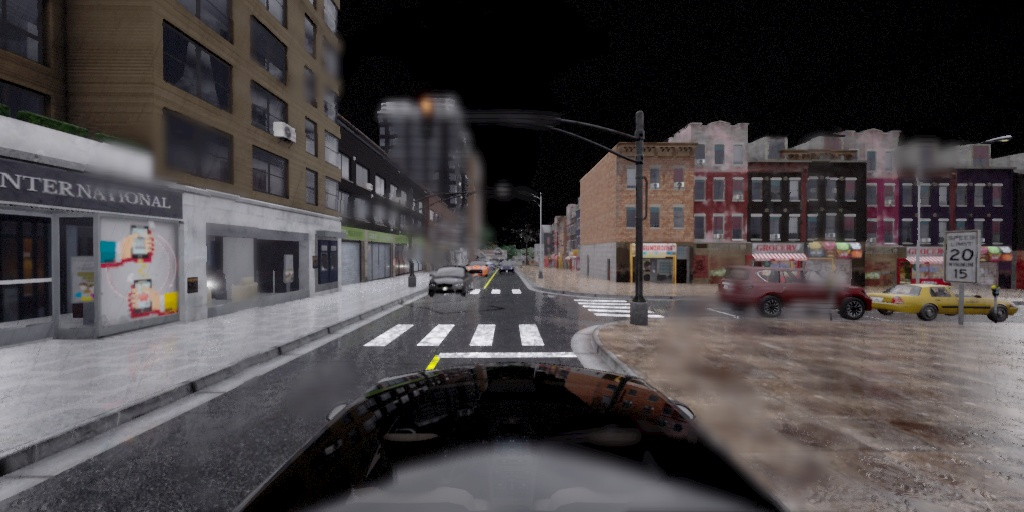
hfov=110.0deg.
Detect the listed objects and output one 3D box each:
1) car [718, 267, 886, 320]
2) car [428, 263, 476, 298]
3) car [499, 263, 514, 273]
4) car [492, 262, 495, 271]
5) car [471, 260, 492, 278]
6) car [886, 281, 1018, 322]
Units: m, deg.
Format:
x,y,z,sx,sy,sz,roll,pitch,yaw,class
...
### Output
x,y,z,sx,sy,sz,roll,pitch,yaw,class
10.589,1.346,13.698,5.009,1.841,2.192,0,0,-1,car
-3.158,1.290,19.041,1.837,1.490,4.892,0,-1,-1,car
-0.703,1.570,46.776,1.895,1.301,4.718,0,-1,-1,car
-3.809,1.644,59.025,1.812,1.442,4.674,0,-1,0,car
-3.462,1.228,36.225,2.097,1.767,4.553,0,-1,-1,car
16.304,1.659,13.789,4.829,1.417,1.751,0,0,-1,car
